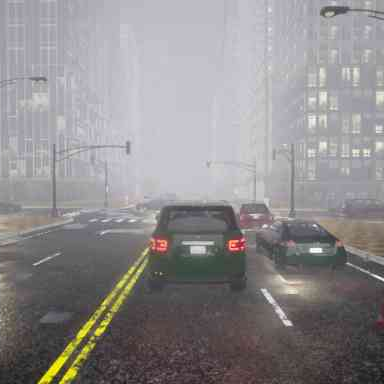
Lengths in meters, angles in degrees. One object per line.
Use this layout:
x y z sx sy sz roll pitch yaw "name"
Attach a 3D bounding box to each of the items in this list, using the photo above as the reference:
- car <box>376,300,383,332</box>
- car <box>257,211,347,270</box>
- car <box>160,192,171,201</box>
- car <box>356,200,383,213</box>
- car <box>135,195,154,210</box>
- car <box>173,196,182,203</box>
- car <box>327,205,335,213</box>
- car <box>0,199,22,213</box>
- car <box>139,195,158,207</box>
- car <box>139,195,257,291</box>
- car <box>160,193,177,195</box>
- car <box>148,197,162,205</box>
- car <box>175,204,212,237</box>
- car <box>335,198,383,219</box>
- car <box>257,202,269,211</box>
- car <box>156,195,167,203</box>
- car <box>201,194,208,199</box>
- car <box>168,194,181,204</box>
3.355 1.600 2.244 1.895 1.301 4.718 0 0 0 "car"
3.375 1.558 11.069 1.994 1.385 4.181 0 0 0 "car"
-6.319 1.150 79.731 2.150 2.045 5.566 0 0 0 "car"
21.897 1.641 38.628 4.829 1.417 1.752 1 0 1 "car"
-3.757 1.436 36.491 4.892 1.490 1.837 1 1 1 "car"
-3.088 1.532 71.563 1.895 1.301 4.718 0 0 0 "car"
16.990 1.677 36.125 4.181 1.385 1.994 0 1 1 "car"
-19.565 1.404 33.615 4.181 1.385 1.994 1 1 1 "car"
-6.510 1.316 49.917 2.097 1.767 4.553 0 0 1 "car"
0.122 1.217 9.142 2.150 2.045 5.566 0 0 0 "car"
-3.246 1.183 51.699 2.150 2.045 5.566 0 0 -1 "car"
-6.438 1.554 58.907 1.895 1.301 4.718 0 0 0 "car"
0.139 1.515 18.824 1.812 1.442 4.674 0 0 2 "car"
16.270 1.518 30.355 5.009 1.841 2.192 1 0 1 "car"
3.394 1.341 19.683 2.097 1.767 4.553 0 0 0 "car"
-6.343 1.417 69.161 1.882 1.535 5.008 0 0 0 "car"
3.459 1.216 91.591 1.882 1.535 5.008 0 0 0 "car"
-3.174 1.302 61.510 2.097 1.767 4.553 0 0 0 "car"
